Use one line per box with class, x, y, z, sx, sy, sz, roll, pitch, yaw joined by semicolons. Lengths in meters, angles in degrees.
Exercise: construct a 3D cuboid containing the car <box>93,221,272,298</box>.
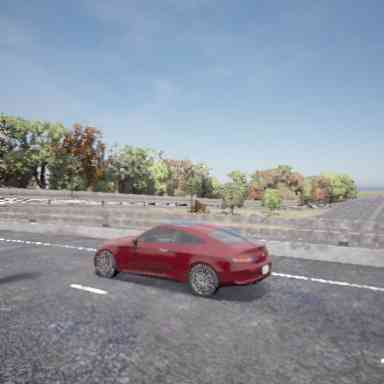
car;-0.389;1.454;8.260;4.674;1.442;1.812;0;1;33
